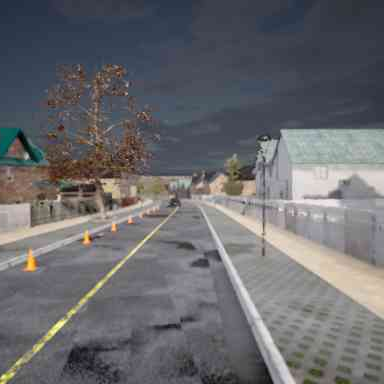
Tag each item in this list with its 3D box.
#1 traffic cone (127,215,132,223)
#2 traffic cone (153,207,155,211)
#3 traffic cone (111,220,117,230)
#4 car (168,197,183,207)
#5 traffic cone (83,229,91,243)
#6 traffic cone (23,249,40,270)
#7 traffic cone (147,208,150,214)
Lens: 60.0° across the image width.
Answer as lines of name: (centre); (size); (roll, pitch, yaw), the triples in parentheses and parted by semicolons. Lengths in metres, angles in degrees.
traffic cone: (-4.600, 1.967, 24.724); (0.340, 0.580, 0.340); (0, 0, 0)
traffic cone: (-4.522, 2.013, 39.729); (0.340, 0.580, 0.340); (0, 0, 0)
traffic cone: (-4.630, 1.958, 19.717); (0.340, 0.580, 0.340); (0, 0, 0)
car: (-2.632, 1.613, 52.026); (1.837, 1.490, 4.892); (0, -1, -5)
traffic cone: (-4.659, 1.952, 14.710); (0.340, 0.580, 0.340); (0, 0, 0)
traffic cone: (-4.689, 1.950, 9.703); (0.340, 0.580, 0.340); (0, 0, 0)
traffic cone: (-4.541, 1.995, 34.739); (0.340, 0.580, 0.340); (0, 0, 0)
